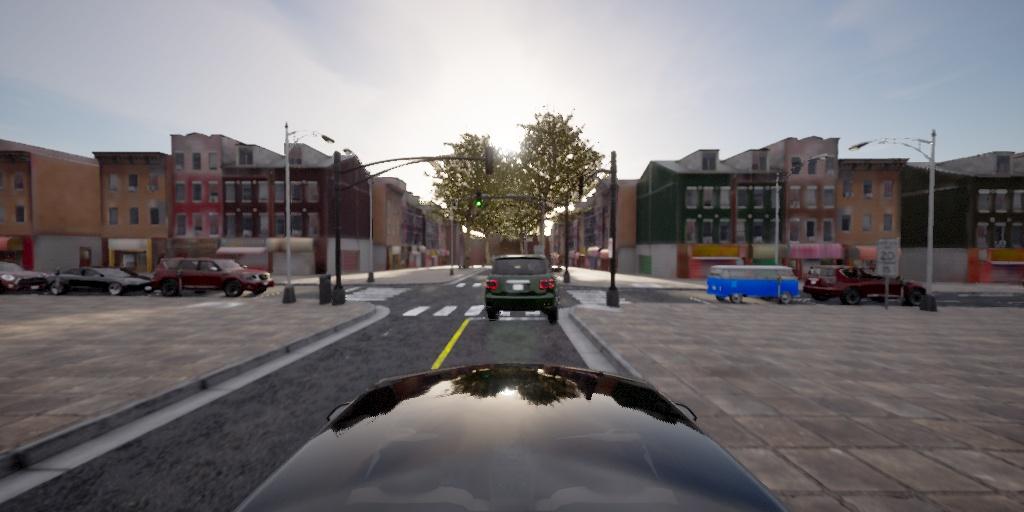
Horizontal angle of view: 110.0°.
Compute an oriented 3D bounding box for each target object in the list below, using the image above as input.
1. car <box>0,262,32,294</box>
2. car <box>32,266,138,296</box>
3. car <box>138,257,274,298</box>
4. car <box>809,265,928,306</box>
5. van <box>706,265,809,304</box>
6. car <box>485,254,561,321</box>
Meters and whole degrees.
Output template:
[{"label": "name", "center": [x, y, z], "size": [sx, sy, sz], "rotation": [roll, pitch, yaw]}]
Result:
[{"label": "car", "center": [-25.407, 0.995, 17.613], "size": [4.097, 1.591, 1.967], "rotation": [0, 0, 0]}, {"label": "car", "center": [-20.006, 1.185, 17.610], "size": [4.313, 1.339, 1.948], "rotation": [0, 0, 0]}, {"label": "car", "center": [-14.604, 0.999, 17.608], "size": [5.009, 1.841, 2.192], "rotation": [0, 0, 0]}, {"label": "car", "center": [17.160, 1.402, 17.595], "size": [5.009, 1.841, 2.192], "rotation": [0, 0, 0]}, {"label": "van", "center": [11.755, 1.357, 17.597], "size": [3.998, 1.789, 1.690], "rotation": [0, 0, 0]}, {"label": "car", "center": [0.534, 0.975, 12.590], "size": [2.150, 2.045, 5.566], "rotation": [-1, -1, 8]}]
